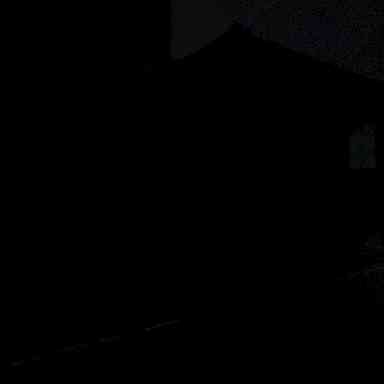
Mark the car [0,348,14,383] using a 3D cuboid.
[{"bbox_3d":[-3.463,1.516,1.528,4.674,1.442,1.812,0,0,-35],"label":"car"}]
